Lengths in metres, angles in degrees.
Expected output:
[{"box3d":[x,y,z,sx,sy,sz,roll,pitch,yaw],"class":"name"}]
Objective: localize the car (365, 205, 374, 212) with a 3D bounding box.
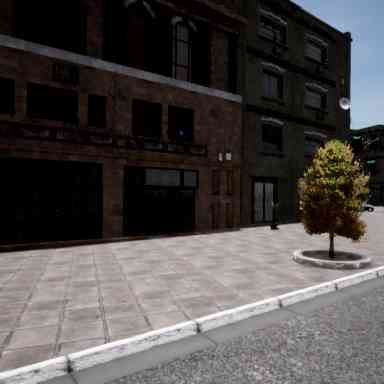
[{"box3d":[18.692,1.568,38.151,1.947,1.339,4.313,1,-1,-18],"class":"car"}]
